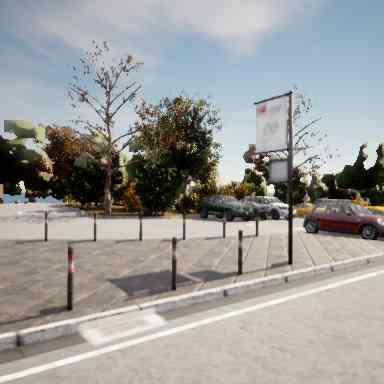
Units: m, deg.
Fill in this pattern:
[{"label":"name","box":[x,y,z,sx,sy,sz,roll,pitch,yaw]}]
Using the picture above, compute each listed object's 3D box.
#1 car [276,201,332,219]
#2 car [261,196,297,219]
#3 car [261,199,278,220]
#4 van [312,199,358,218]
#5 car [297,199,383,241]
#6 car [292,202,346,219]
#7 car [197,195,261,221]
[{"label":"car","box":[11.601,1.858,34.848,1.946,1.575,5.366,2,-1,-36]},{"label":"car","box":[7.094,1.437,31.340,2.435,2.045,5.566,2,-1,-36]},{"label":"car","box":[4.817,1.620,29.713,2.231,1.521,4.892,2,-1,-36]},{"label":"van","box":[16.209,1.828,37.792,1.878,1.987,4.442,3,-1,-36]},{"label":"car","box":[8.098,1.381,16.977,2.185,1.767,4.553,2,-1,-36]},{"label":"car","box":[13.760,1.949,36.401,1.946,1.575,5.366,3,-1,-36]},{"label":"car","box":[2.677,1.304,28.129,2.435,2.045,5.566,2,-1,-36]}]
